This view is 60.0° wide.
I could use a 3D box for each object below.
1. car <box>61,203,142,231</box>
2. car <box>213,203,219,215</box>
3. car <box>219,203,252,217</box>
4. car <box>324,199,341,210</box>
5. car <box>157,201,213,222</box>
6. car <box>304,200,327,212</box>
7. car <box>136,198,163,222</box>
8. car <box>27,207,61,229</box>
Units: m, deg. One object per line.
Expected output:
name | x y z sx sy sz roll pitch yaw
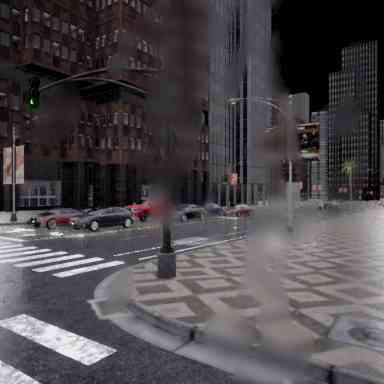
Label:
car | -5.982 1.748 22.542 1.837 1.490 4.892 0 -1 35
car | 1.948 2.033 39.521 1.812 1.442 4.674 0 -1 35
car | 5.379 2.057 38.735 1.812 1.442 4.674 0 -1 35
car | 26.071 2.507 62.283 1.837 1.490 4.892 0 -1 35
car | -0.508 1.873 30.352 2.128 1.511 4.902 0 -1 35
car | 19.350 2.372 52.712 2.033 1.411 5.357 0 -1 35
car | -3.983 1.578 31.056 2.150 2.045 5.566 0 -1 35
car | -9.271 1.787 23.497 1.994 1.385 4.181 0 -1 36
